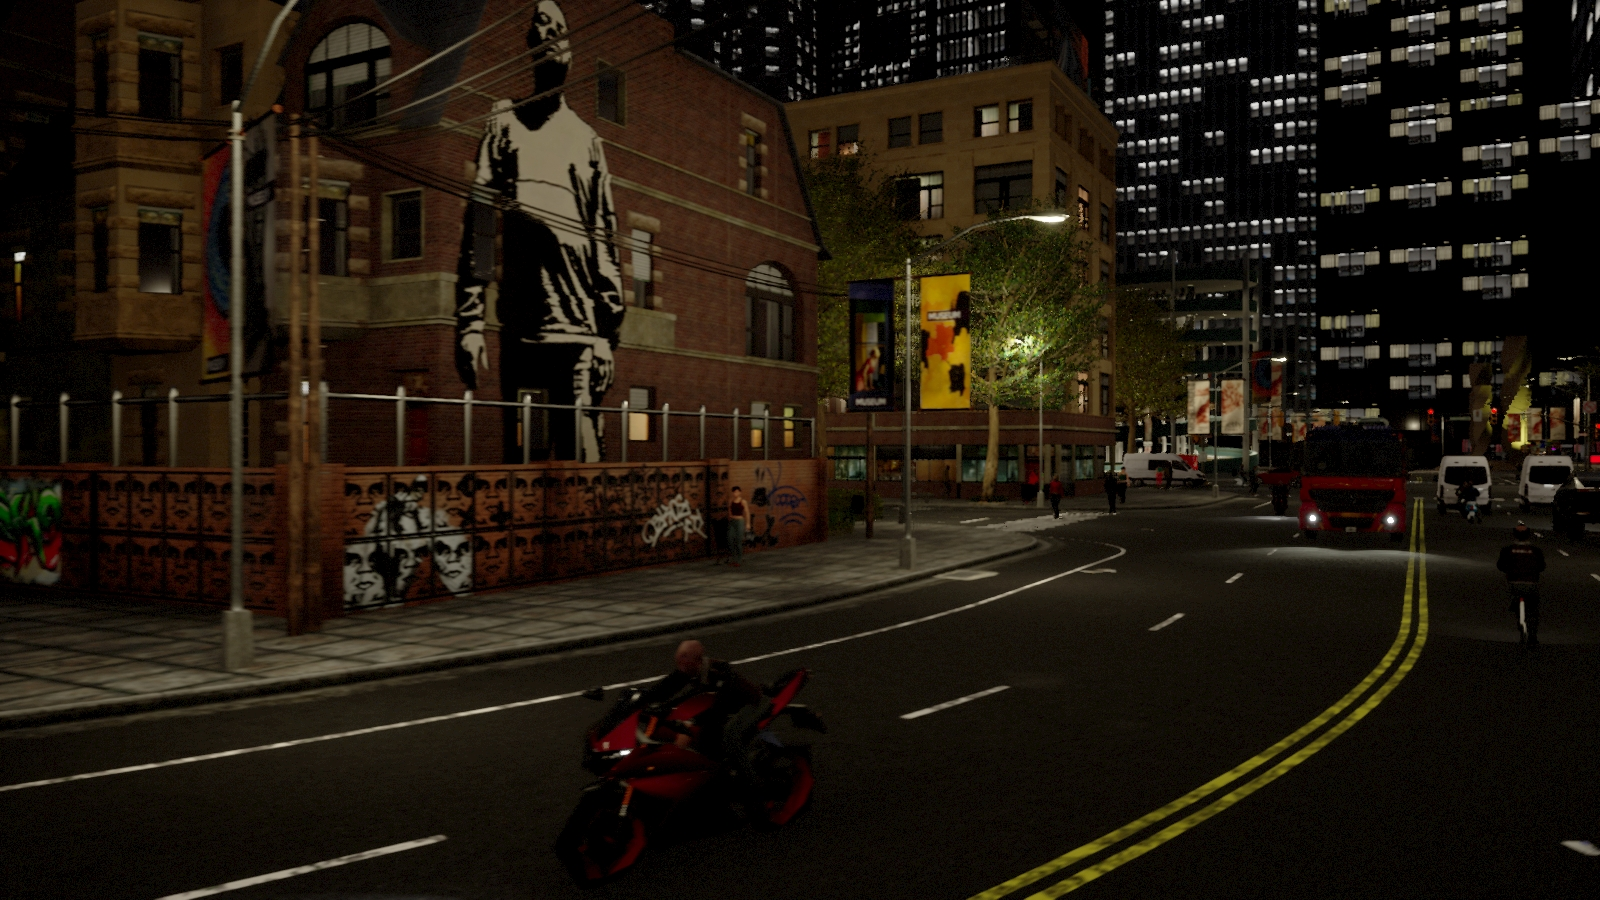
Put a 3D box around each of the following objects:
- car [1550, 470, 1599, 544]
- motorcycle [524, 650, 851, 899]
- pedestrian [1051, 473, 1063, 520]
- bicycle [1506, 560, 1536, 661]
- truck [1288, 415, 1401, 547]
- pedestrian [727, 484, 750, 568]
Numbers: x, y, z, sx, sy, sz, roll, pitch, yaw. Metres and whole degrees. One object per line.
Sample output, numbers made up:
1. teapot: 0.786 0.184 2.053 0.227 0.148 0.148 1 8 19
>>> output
1. car: 25.827 1.757 36.698 2.390 2.098 6.274 0 0 29
2. motorcycle: -0.716 2.207 7.950 2.209 1.251 0.867 0 0 -44
3. pedestrian: 10.331 1.856 45.852 0.375 1.860 0.375 0 0 31
4. bicycle: 10.095 2.212 15.989 0.329 1.171 1.835 0 0 33
5. truck: 18.064 0.895 37.592 2.891 3.827 8.468 0 0 29
6. pedestrian: -1.379 1.703 25.720 0.375 1.860 0.375 0 0 28
